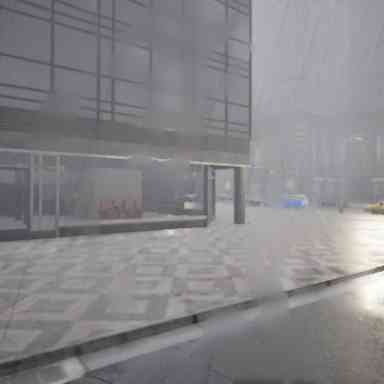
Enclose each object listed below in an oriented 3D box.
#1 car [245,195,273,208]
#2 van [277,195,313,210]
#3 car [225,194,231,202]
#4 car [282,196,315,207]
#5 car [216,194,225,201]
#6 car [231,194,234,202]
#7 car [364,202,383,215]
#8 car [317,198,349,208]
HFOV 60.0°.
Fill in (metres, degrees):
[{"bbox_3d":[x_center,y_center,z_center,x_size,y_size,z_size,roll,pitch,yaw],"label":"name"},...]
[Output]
[{"bbox_3d":[9.116,1.375,45.357,2.008,1.369,4.403,1,0,-35],"label":"car"},{"bbox_3d":[12.357,1.235,40.767,1.690,1.788,3.998,1,0,-35],"label":"van"},{"bbox_3d":[6.366,1.063,64.052,1.967,1.590,4.097,1,0,-35],"label":"car"},{"bbox_3d":[16.079,1.405,50.278,1.887,1.381,4.507,1,0,-35],"label":"car"},{"bbox_3d":[2.737,1.196,54.403,1.752,1.417,4.829,1,0,-35],"label":"car"},{"bbox_3d":[9.601,1.255,59.462,2.008,1.369,4.403,1,0,-35],"label":"car"},{"bbox_3d":[18.929,1.542,31.442,1.752,1.417,4.829,1,0,-35],"label":"car"},{"bbox_3d":[19.315,1.496,45.688,1.947,1.339,4.313,1,0,-35],"label":"car"}]
